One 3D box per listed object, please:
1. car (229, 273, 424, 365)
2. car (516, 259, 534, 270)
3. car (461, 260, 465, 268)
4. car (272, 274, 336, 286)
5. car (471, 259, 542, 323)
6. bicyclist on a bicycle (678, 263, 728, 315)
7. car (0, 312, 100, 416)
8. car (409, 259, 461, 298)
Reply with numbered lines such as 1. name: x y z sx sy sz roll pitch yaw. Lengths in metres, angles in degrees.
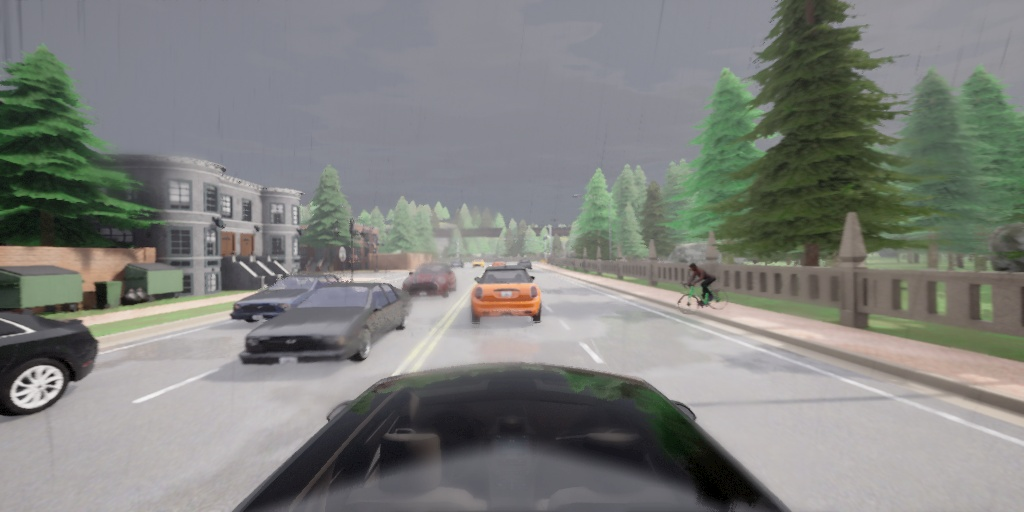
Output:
1. car: -3.788 1.344 8.579 2.033 1.411 5.357 -1 0 -2
2. car: 1.817 1.194 51.786 2.128 1.511 4.902 -1 0 -2
3. car: -9.156 1.335 60.782 2.128 1.511 4.902 -1 0 -2
4. car: -7.444 1.390 13.046 2.033 1.411 5.357 -1 0 -2
5. car: -0.229 1.100 12.290 2.097 1.767 4.553 -1 0 -2
6. bicyclist on a bicycle: 6.024 1.011 11.424 1.656 1.620 0.582 -9 0 -2
7. car: -7.098 1.348 3.315 1.837 1.490 4.892 -1 0 -2
8. car: -4.127 1.149 18.673 2.097 1.767 4.553 -1 0 -2
